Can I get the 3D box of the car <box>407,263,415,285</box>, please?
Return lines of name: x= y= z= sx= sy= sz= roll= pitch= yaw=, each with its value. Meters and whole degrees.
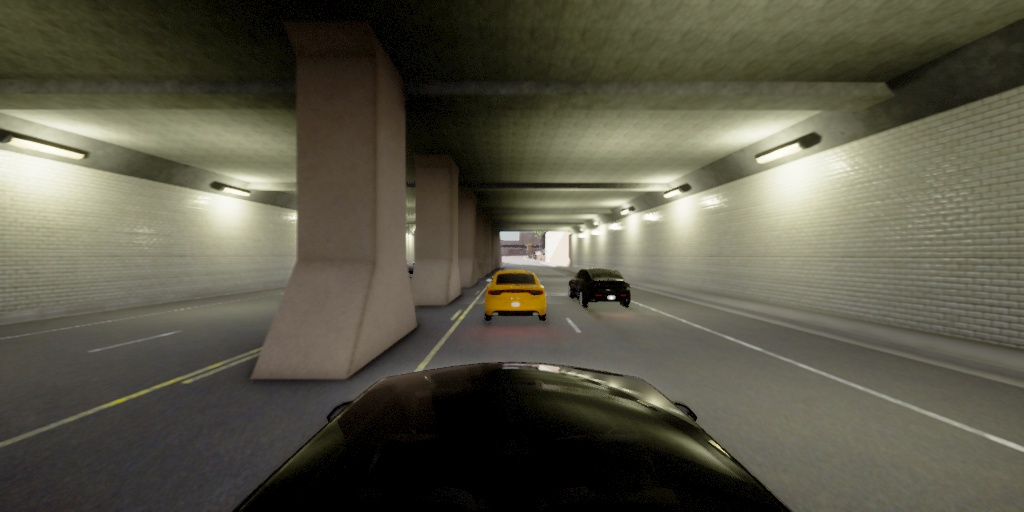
car: x=-7.088 y=1.238 z=24.654 sx=2.128 sy=1.511 sz=4.902 roll=0 pitch=0 yaw=0

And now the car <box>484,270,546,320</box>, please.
car: x=0.105 y=1.226 z=12.675 sx=1.882 sy=1.535 sz=5.008 roll=0 pitch=0 yaw=0

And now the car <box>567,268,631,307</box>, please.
car: x=3.606 y=1.253 z=15.428 sx=1.837 sy=1.490 sz=4.892 roll=0 pitch=0 yaw=0
